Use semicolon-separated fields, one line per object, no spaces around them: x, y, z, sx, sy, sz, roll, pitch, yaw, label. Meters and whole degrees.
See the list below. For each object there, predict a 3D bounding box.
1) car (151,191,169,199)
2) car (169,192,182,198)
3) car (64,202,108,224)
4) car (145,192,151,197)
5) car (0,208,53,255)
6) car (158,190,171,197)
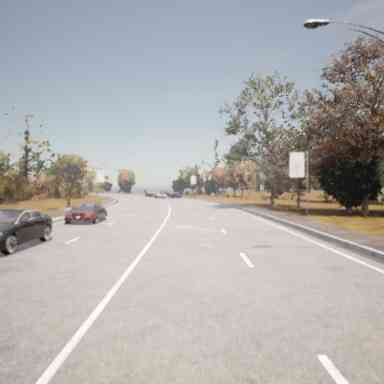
-7.076;0.772;73.330;1.895;1.301;4.718;0;1;-18;car
-3.799;0.642;74.566;1.882;1.535;5.008;0;1;-18;car
-7.218;1.381;23.004;1.994;1.385;4.181;0;1;0;car
-10.373;0.524;83.045;1.895;1.301;4.718;0;1;-22;car
-7.123;1.402;12.983;2.128;1.511;4.902;0;0;0;car
-7.125;0.393;84.352;1.882;1.535;5.008;0;1;-22;car
